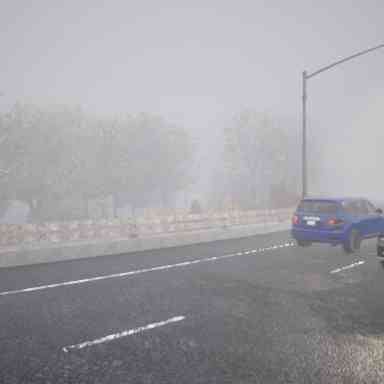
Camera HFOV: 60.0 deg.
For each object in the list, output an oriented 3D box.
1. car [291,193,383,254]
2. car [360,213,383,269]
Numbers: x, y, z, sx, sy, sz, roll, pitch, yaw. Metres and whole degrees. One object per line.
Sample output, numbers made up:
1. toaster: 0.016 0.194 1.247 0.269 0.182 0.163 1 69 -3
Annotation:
1. car: 6.279 1.210 13.760 5.566 2.045 2.150 0 0 -42
2. car: 7.231 1.483 9.958 4.902 1.511 2.128 0 0 -41
